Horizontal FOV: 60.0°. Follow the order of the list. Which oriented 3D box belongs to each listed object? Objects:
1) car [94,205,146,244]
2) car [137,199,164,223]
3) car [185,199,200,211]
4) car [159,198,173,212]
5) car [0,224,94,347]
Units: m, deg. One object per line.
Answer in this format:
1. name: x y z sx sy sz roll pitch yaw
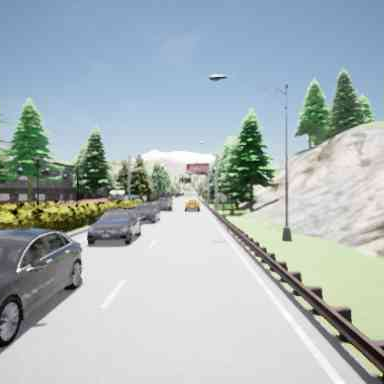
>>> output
1. car: -3.592 1.587 16.176 1.812 1.442 4.674 0 0 0
2. car: -3.590 1.601 26.198 1.837 1.490 4.892 0 0 0
3. car: 0.072 1.640 43.607 1.882 1.535 5.008 0 0 0
4. car: -3.518 1.508 42.007 2.097 1.767 4.553 0 0 0
5. car: -3.595 1.530 6.399 1.837 1.490 4.892 0 0 0
